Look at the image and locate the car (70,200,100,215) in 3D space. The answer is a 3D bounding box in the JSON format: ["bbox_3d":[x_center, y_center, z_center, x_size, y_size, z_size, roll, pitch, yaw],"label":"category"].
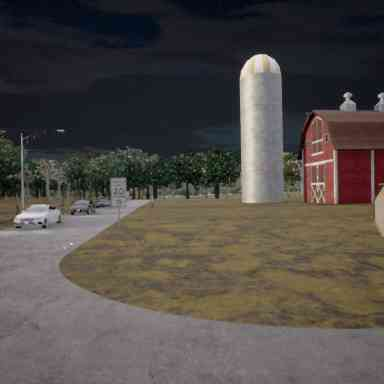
[{"bbox_3d":[-11.251,1.575,34.522,1.837,1.490,4.892,-1,0,-5],"label":"car"}]

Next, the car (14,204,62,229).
[{"bbox_3d":[-10.129,1.575,22.207,1.812,1.442,4.674,-1,0,-5],"label":"car"}]

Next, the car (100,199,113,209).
[{"bbox_3d":[-12.328,1.680,46.705,1.994,1.385,4.181,-1,0,-5],"label":"car"}]
